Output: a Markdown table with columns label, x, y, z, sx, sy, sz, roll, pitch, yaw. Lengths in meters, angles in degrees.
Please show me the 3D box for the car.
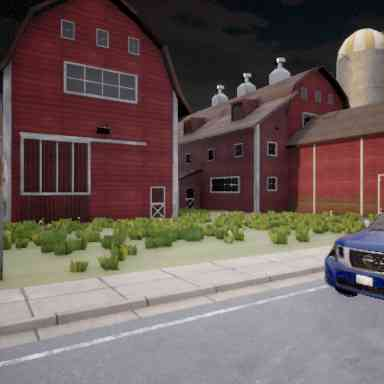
| label | x | y | z | sx | sy | sz | roll | pitch | yaw |
| --- | --- | --- | --- | --- | --- | --- | --- | --- | --- |
| car | 5.415 | 1.235 | 7.410 | 5.566 | 2.045 | 2.150 | 0 | 0 | -32 |
